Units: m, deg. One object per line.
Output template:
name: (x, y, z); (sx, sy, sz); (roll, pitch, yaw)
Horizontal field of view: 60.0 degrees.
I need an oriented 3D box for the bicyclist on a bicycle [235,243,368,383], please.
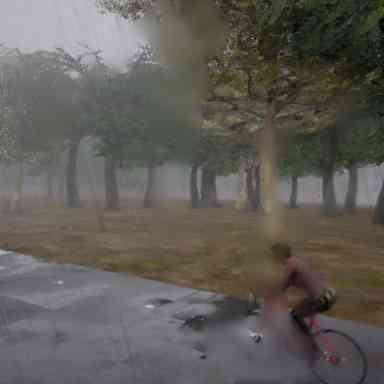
bicyclist on a bicycle: (1.260, 1.477, 4.128); (1.656, 1.620, 0.582); (0, 0, 36)
